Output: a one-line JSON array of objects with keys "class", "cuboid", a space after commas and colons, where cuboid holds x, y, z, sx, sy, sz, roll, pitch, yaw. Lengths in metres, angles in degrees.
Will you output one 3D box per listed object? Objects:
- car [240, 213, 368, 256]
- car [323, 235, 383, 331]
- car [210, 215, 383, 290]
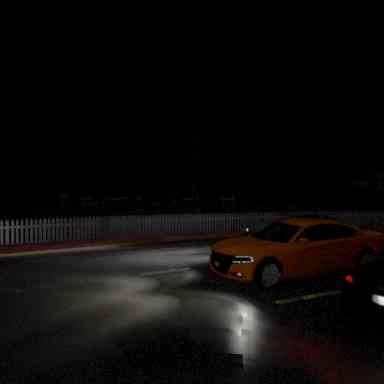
[{"class": "car", "cuboid": [4.486, 1.599, 13.398, 4.718, 1.301, 1.895, 0, 0, -19]}, {"class": "car", "cuboid": [4.617, 1.563, 5.692, 4.181, 1.385, 1.994, 0, 0, -24]}, {"class": "car", "cuboid": [2.916, 1.476, 9.051, 5.008, 1.535, 1.882, 0, 0, -22]}]
